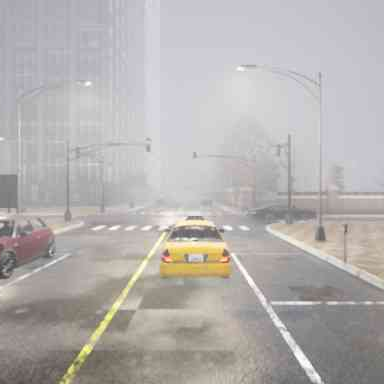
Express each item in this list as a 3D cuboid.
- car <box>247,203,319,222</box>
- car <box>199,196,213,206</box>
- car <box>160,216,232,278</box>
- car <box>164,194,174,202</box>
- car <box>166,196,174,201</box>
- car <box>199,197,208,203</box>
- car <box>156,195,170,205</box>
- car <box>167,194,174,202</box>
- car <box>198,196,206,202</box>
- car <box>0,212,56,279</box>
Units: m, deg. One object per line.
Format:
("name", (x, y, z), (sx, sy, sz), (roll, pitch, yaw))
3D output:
("car", (7.103, 1.597, 26.217), (5.357, 1.411, 2.033), (0, -1, -7))
("car", (2.684, 1.725, 58.918), (1.947, 1.339, 4.313), (0, 0, 0))
("car", (0.089, 1.490, 10.156), (1.801, 1.575, 5.366), (0, 0, 0))
("car", (-5.933, 1.524, 86.650), (2.192, 1.841, 5.009), (0, 0, 0))
("car", (-5.940, 1.776, 92.211), (1.947, 1.339, 4.313), (0, 0, 0))
("car", (2.604, 1.747, 75.593), (2.008, 1.369, 4.403), (0, 0, 0))
("car", (-5.909, 1.739, 64.406), (1.947, 1.339, 4.313), (0, 0, 0))
("car", (-5.928, 1.644, 81.091), (1.967, 1.590, 4.097), (0, 0, 0))
("car", (2.592, 1.753, 86.715), (1.887, 1.381, 4.507), (0, 0, 0))
("car", (-5.700, 1.473, 9.884), (1.967, 1.590, 4.097), (0, 0, 0))
